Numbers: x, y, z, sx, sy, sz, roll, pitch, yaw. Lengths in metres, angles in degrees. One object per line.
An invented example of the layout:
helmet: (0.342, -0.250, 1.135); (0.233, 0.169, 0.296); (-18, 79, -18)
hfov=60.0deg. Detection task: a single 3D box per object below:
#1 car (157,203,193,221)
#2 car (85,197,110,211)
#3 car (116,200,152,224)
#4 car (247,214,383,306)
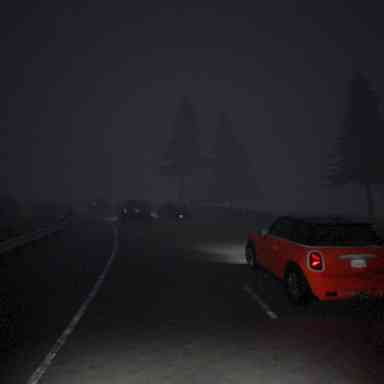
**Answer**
car: (-1.556, 1.573, 27.449); (1.895, 1.301, 4.718); (0, 0, -19)
car: (-11.515, 1.336, 40.330); (2.097, 1.767, 4.553); (0, 0, -29)
car: (-4.417, 1.336, 24.838); (2.097, 1.767, 4.553); (0, 0, -18)
car: (2.852, 1.335, 8.248); (2.097, 1.767, 4.553); (0, 0, -6)
